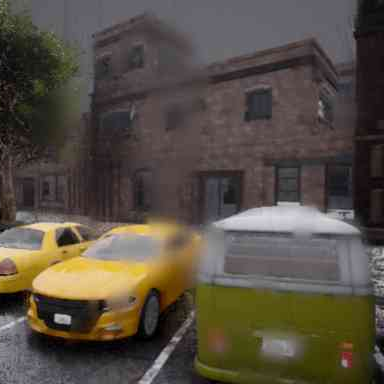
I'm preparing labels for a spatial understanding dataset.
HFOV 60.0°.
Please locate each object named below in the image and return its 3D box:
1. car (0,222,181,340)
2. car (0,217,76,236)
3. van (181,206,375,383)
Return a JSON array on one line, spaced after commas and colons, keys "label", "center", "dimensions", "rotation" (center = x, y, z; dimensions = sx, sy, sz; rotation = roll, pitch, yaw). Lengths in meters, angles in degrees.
[{"label": "car", "center": [-1.072, 1.462, 6.889], "dimensions": [2.097, 1.535, 5.008], "rotation": [1, 0, 15]}, {"label": "car", "center": [-3.482, 1.440, 8.794], "dimensions": [1.946, 1.575, 5.366], "rotation": [1, 0, 15]}, {"label": "van", "center": [1.400, 1.250, 5.277], "dimensions": [1.878, 1.987, 4.442], "rotation": [0, -1, 15]}]
